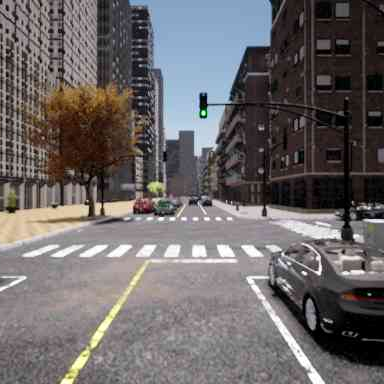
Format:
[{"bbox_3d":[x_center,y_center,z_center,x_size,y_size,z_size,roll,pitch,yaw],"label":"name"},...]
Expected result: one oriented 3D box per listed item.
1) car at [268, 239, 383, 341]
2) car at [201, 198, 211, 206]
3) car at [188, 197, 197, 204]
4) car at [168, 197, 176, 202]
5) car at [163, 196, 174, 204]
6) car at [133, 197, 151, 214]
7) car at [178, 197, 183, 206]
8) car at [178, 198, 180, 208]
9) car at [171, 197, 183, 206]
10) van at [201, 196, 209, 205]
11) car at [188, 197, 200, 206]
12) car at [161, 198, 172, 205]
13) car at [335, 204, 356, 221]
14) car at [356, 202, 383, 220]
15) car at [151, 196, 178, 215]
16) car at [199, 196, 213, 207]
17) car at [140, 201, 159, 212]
[{"bbox_3d":[2.701,1.591,6.539,2.008,1.369,4.403,0,0,0],"label":"car"},{"bbox_3d":[2.820,1.972,66.709,1.752,1.417,4.829,0,0,0],"label":"car"},{"bbox_3d":[0.154,2.060,78.506,2.128,1.511,4.902,0,0,0],"label":"car"},{"bbox_3d":[-5.507,2.209,94.170,2.008,1.369,4.403,0,0,0],"label":"car"},{"bbox_3d":[-5.540,1.843,77.603,2.192,1.841,5.009,0,0,0],"label":"car"},{"bbox_3d":[-5.616,1.566,38.944,2.192,1.841,5.009,0,0,0],"label":"car"},{"bbox_3d":[-2.982,1.853,54.922,2.128,1.511,4.902,0,0,0],"label":"car"},{"bbox_3d":[-3.009,1.898,45.609,1.895,1.301,4.718,0,0,0],"label":"car"},{"bbox_3d":[-2.916,1.784,64.727,2.097,1.767,4.553,0,0,1],"label":"car"},{"bbox_3d":[2.830,1.827,72.064,1.690,1.788,3.998,0,0,0],"label":"van"},{"bbox_3d":[0.231,1.948,66.530,1.837,1.490,4.892,0,-1,0],"label":"car"},{"bbox_3d":[-5.551,2.052,72.079,1.947,1.339,4.313,0,0,0],"label":"car"},{"bbox_3d":[13.476,1.504,25.924,4.403,1.369,2.008,-1,0,0],"label":"car"},{"bbox_3d":[14.926,1.465,23.330,5.357,1.411,2.033,-1,0,3],"label":"car"},{"bbox_3d":[-3.000,1.587,36.627,2.097,1.767,4.553,0,0,-1],"label":"car"},{"bbox_3d":[2.809,1.971,61.016,1.947,1.339,4.313,0,0,0],"label":"car"},{"bbox_3d":[-5.605,1.855,44.465,1.947,1.339,4.313,0,0,0],"label":"car"}]
